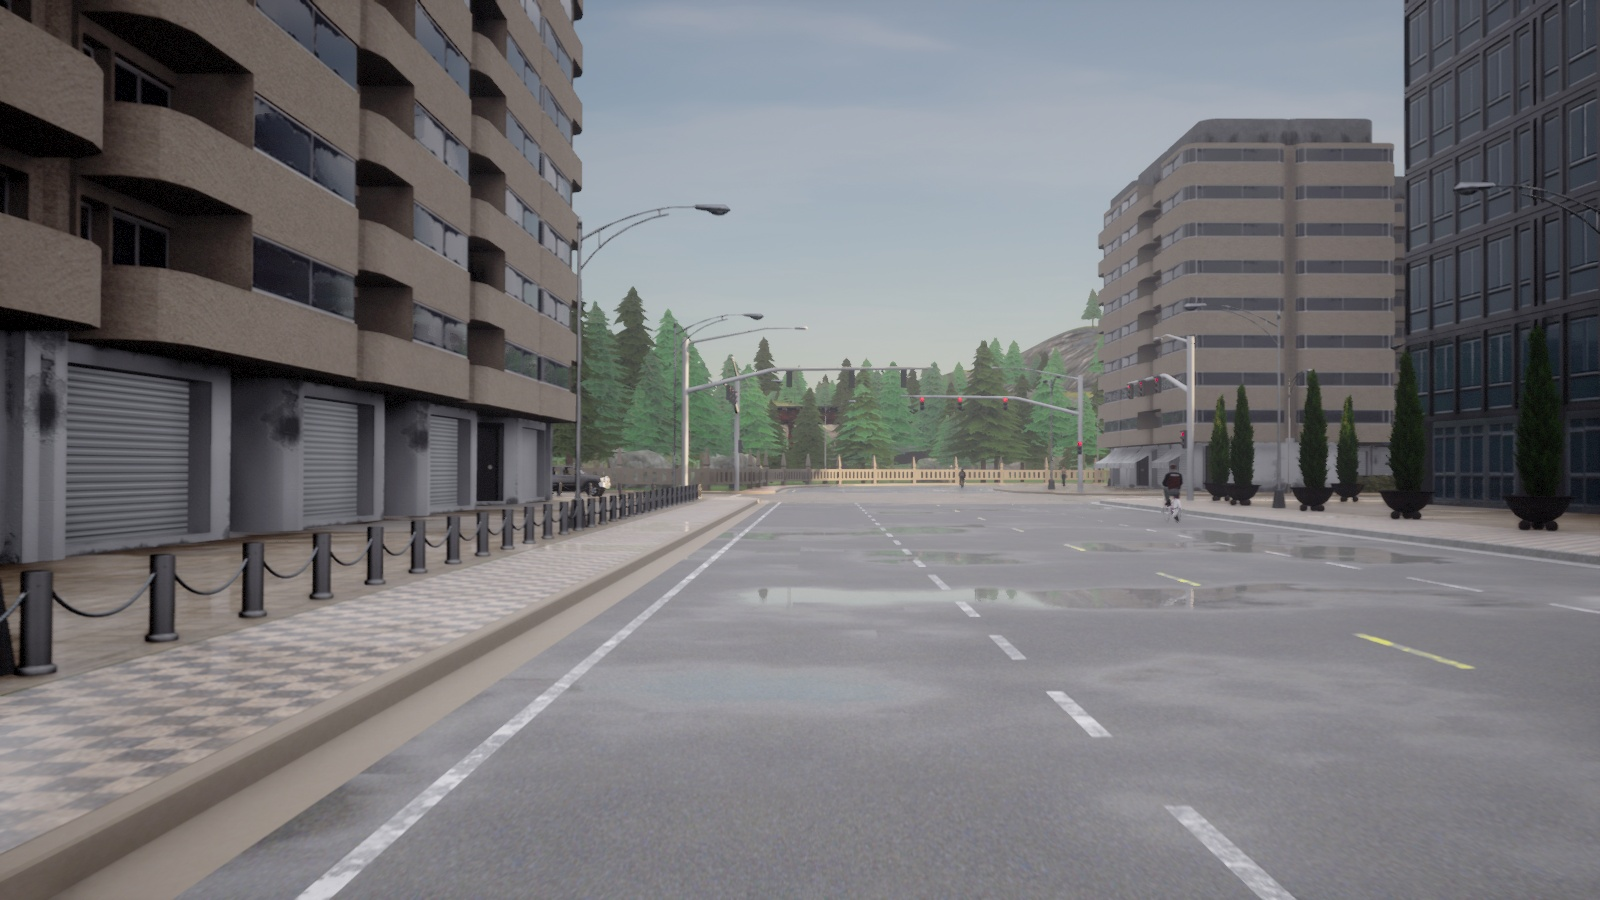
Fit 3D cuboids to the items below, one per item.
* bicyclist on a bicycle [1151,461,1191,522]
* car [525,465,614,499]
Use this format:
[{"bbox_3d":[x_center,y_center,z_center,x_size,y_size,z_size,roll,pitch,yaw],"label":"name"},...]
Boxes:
[{"bbox_3d":[11.005,1.206,37.310,0.659,1.776,1.843,0,-1,1],"label":"bicyclist on a bicycle"},{"bbox_3d":[-12.896,1.807,70.402,4.605,1.855,1.932,0,-1,1],"label":"car"}]
